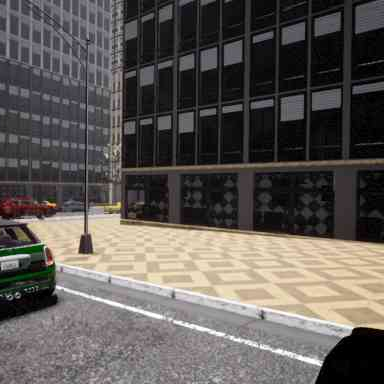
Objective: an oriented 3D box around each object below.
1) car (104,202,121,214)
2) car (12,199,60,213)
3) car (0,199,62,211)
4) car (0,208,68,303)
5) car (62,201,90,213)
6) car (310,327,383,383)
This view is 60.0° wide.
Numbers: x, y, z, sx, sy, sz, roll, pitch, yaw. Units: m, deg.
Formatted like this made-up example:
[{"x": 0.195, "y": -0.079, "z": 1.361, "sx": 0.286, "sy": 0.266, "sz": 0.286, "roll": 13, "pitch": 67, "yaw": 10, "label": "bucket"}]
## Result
[{"x": -8.150, "y": 1.829, "z": 39.372, "sx": 1.752, "sy": 1.417, "sz": 4.829, "roll": 1, "pitch": 0, "yaw": 37, "label": "car"}, {"x": -18.444, "y": 1.641, "z": 39.553, "sx": 1.752, "sy": 1.417, "sz": 4.829, "roll": 1, "pitch": 0, "yaw": 37, "label": "car"}, {"x": -14.963, "y": 1.518, "z": 30.172, "sx": 2.192, "sy": 1.841, "sz": 5.009, "roll": 1, "pitch": 0, "yaw": 37, "label": "car"}, {"x": -5.033, "y": 1.348, "z": 7.283, "sx": 4.553, "sy": 1.767, "sz": 2.097, "roll": 0, "pitch": 0, "yaw": 36, "label": "car"}, {"x": -14.565, "y": 1.748, "z": 40.423, "sx": 1.994, "sy": 1.385, "sz": 4.181, "roll": 1, "pitch": 0, "yaw": 37, "label": "car"}, {"x": 2.966, "y": 1.601, "z": 1.565, "sx": 4.718, "sy": 1.301, "sz": 1.895, "roll": 0, "pitch": 0, "yaw": 36, "label": "car"}]
